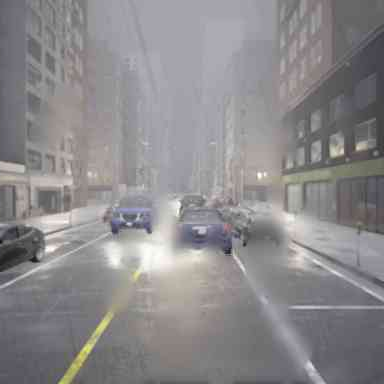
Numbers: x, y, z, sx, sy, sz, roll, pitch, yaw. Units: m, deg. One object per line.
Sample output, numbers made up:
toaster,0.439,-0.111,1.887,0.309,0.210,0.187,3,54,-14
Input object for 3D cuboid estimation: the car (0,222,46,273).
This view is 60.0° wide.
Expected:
car,-5.664,1.566,9.308,1.947,1.339,4.313,0,0,0

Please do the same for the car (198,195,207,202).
car,2.604,1.468,80.825,1.967,1.590,4.097,0,0,-1

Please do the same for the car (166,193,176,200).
car,-6.163,1.480,91.957,1.967,1.590,4.097,0,0,-1

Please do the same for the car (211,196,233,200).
car,2.870,1.316,31.412,2.192,1.841,5.009,0,0,0

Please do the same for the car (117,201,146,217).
car,-5.656,1.567,31.408,1.947,1.339,4.313,0,0,0

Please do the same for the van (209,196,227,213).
van,2.873,1.342,36.935,1.690,1.788,3.998,0,0,0

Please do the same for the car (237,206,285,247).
car,2.864,1.551,14.840,2.008,1.369,4.403,0,0,0

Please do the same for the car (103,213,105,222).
car,-5.658,1.582,25.883,1.802,1.307,4.206,0,0,0

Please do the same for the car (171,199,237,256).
car,0.265,1.352,13.332,2.097,1.767,4.553,0,0,-3

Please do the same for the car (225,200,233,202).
car,2.868,1.566,25.887,1.947,1.339,4.313,0,0,0

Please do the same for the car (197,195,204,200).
car,2.361,1.622,92.132,1.802,1.307,4.206,0,0,-1

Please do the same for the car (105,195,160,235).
car,-3.094,1.222,19.195,2.150,2.045,5.566,0,0,0

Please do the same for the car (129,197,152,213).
car,-5.654,1.441,36.933,1.967,1.590,4.097,0,0,0

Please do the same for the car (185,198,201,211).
car,0.111,1.527,41.100,1.812,1.442,4.674,0,0,-1

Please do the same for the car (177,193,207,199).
car,0.107,1.224,27.928,2.150,2.045,5.566,0,0,0
